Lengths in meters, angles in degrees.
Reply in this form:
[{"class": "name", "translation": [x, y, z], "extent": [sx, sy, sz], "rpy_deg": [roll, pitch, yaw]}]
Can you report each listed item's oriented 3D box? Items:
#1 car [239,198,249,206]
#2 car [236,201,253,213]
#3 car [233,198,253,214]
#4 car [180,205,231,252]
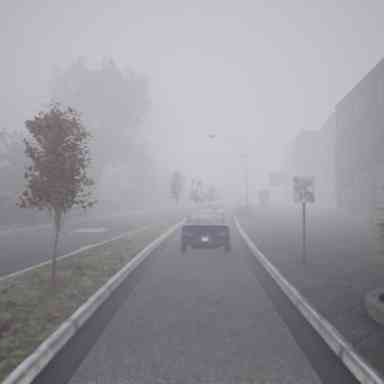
[{"class": "car", "translation": [11.968, 2.199, 76.606], "extent": [2.185, 1.767, 4.553], "rpy_deg": [0, -1, 9]}, {"class": "car", "translation": [6.876, 1.924, 43.787], "extent": [2.163, 1.488, 4.792], "rpy_deg": [0, -1, 9]}, {"class": "car", "translation": [6.057, 1.819, 38.350], "extent": [2.097, 1.535, 5.008], "rpy_deg": [-1, -1, 8]}, {"class": "car", "translation": [0.603, 1.532, 14.185], "extent": [1.882, 1.535, 5.008], "rpy_deg": [0, 0, 3]}]
